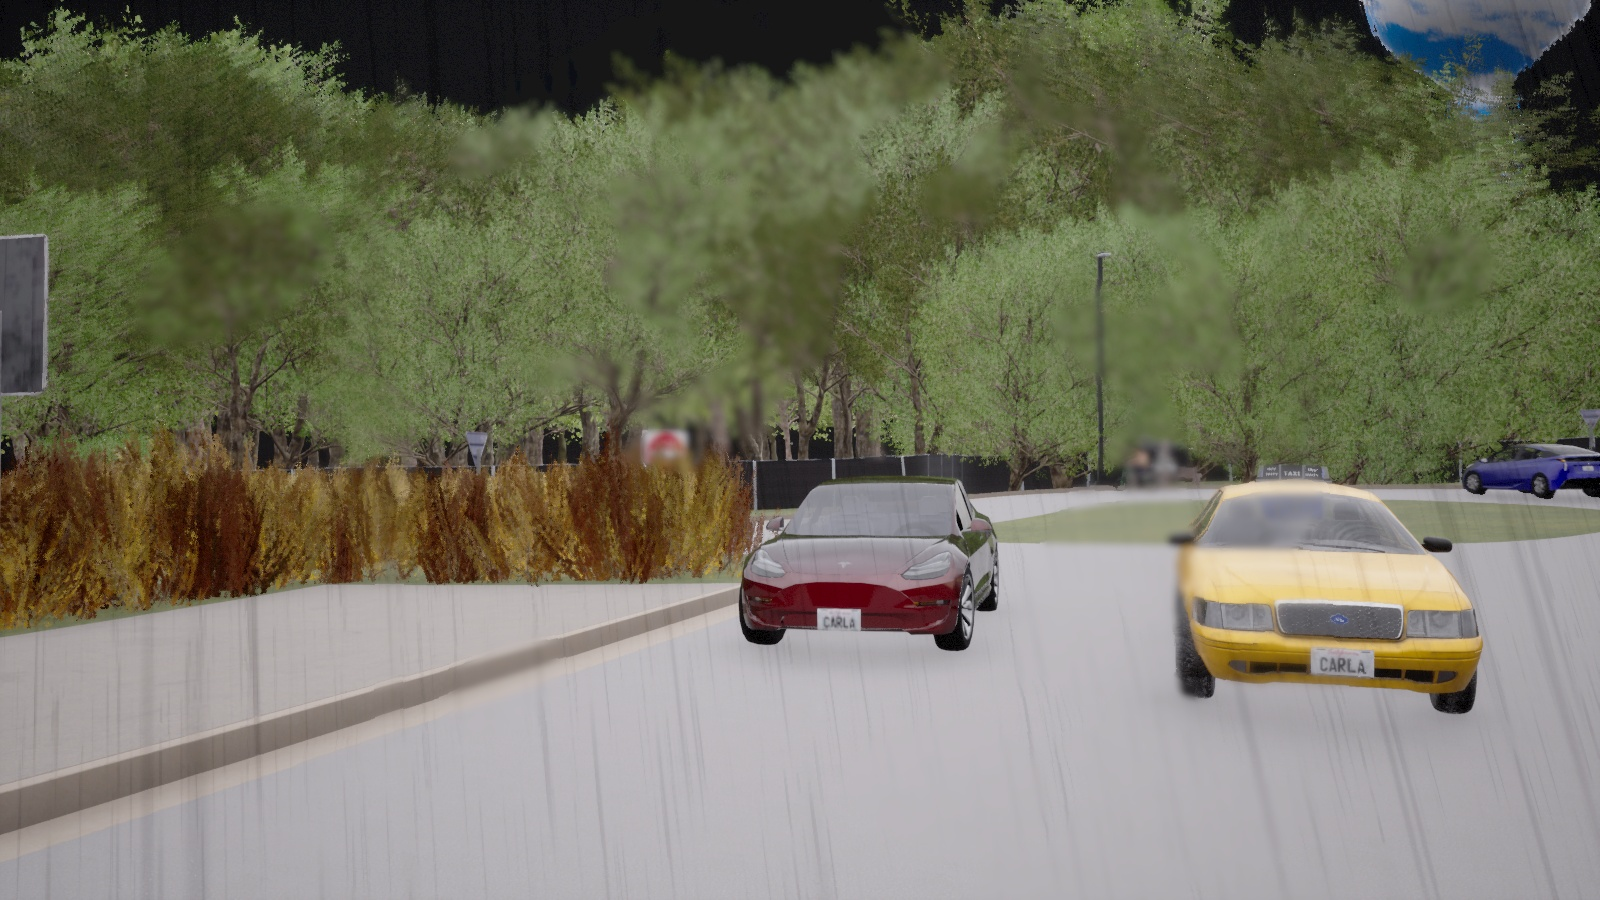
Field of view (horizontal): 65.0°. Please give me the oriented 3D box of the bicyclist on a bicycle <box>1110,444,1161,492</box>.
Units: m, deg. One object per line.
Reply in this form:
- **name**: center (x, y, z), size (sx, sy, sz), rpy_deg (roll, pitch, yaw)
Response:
- **bicyclist on a bicycle**: center (11.717, 0.611, 43.904), size (1.509, 1.612, 0.866), rpy_deg (-2, 1, 2)

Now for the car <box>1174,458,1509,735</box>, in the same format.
- **car**: center (3.950, 0.863, 10.039), size (1.801, 1.575, 5.366), rpy_deg (0, 0, 16)

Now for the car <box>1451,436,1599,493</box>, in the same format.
- **car**: center (21.319, 0.380, 36.537), size (2.007, 1.525, 4.514), rpy_deg (-1, 0, -7)

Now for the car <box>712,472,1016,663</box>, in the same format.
- **car**: center (0.887, 0.986, 12.515), size (2.163, 1.488, 4.792), rpy_deg (-1, -1, 13)
